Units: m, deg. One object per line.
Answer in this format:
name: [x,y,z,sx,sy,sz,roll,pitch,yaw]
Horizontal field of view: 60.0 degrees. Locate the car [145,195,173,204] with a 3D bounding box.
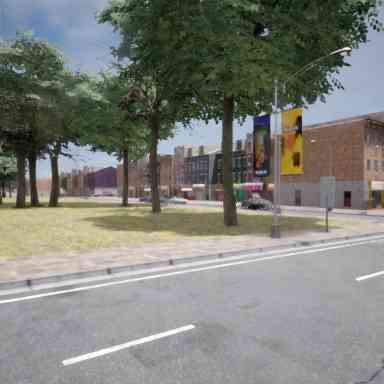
car: [-5.725,1.367,57.624,1.837,1.490,4.892,1,-1,-35]

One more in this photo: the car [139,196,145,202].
car: [-8.733,1.400,66.638,2.033,1.411,5.357,1,0,-35]

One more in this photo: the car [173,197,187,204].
car: [-2.863,1.487,58.485,1.895,1.301,4.718,1,0,-35]

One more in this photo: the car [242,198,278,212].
car: [7.868,1.503,38.418,2.128,1.511,4.902,1,0,-35]
